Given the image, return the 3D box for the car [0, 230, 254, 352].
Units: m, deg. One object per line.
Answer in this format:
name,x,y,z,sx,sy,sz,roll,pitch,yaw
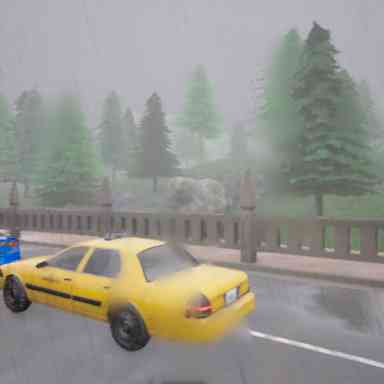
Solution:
car,-1.587,1.491,6.176,5.366,1.575,1.801,-1,0,33
